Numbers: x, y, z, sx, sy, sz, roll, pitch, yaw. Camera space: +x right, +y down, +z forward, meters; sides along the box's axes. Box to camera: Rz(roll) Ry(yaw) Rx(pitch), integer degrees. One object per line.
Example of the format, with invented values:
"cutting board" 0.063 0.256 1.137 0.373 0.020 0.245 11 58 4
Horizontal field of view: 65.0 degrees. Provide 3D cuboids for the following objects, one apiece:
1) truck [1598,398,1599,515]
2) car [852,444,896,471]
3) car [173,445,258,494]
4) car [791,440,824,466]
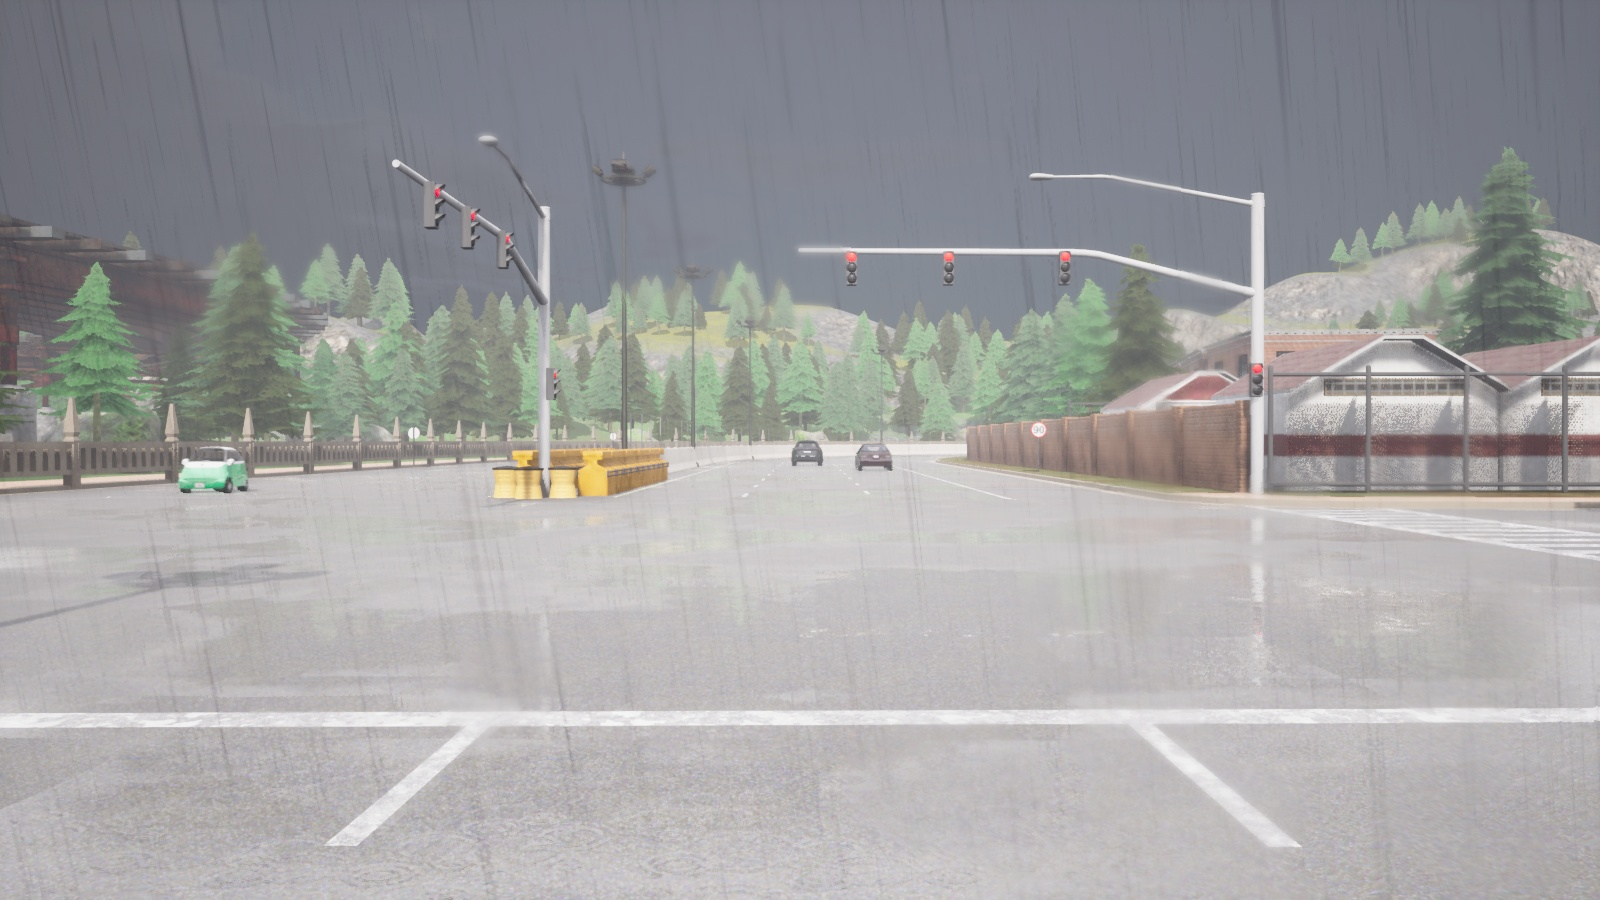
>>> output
"truck" 19.426 0.102 25.127 5.204 2.467 2.627 -1 0 2
"car" 3.889 0.366 66.856 2.033 1.411 5.357 0 0 0
"car" -17.277 0.552 37.182 1.481 1.376 2.207 0 1 0
"car" 0.467 0.154 80.796 2.033 1.649 4.856 0 0 0
